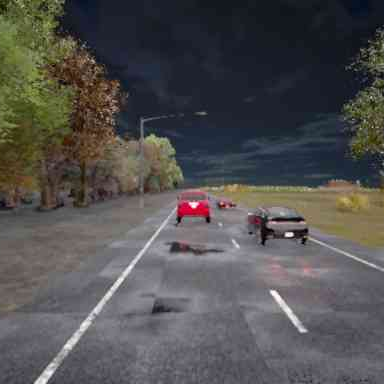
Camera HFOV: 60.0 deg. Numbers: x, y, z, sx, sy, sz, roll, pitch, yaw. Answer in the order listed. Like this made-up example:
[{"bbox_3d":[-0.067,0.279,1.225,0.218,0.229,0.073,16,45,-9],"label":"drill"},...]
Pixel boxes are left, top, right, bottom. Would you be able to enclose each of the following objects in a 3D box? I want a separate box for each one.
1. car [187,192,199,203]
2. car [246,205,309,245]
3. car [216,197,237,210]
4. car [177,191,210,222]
[{"bbox_3d":[0.115,0.841,53.242,1.882,1.535,5.008,0,1,0],"label":"car"},{"bbox_3d":[3.566,1.322,14.581,2.128,1.511,4.902,0,1,0],"label":"car"},{"bbox_3d":[3.607,1.178,35.913,1.895,1.301,4.718,0,1,0],"label":"car"},{"bbox_3d":[0.107,0.948,23.569,2.150,2.045,5.566,0,1,0],"label":"car"}]
